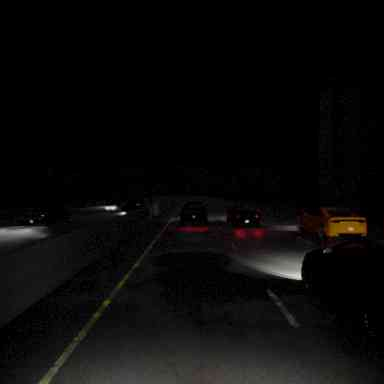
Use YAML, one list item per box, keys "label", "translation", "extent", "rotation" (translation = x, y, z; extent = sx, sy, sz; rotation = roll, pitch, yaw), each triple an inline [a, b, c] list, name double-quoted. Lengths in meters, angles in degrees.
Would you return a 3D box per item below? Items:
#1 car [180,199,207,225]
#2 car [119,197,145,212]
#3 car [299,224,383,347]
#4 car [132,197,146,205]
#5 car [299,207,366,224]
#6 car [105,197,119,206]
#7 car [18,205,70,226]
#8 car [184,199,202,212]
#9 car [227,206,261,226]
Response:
- label: "car"
  translation: [0.131, 1.533, 24.862]
  extent: [1.882, 1.535, 5.008]
  rotation: [0, 0, 0]
- label: "car"
  translation: [-7.036, 1.465, 40.699]
  extent: [2.097, 1.767, 4.553]
  rotation: [0, 0, 0]
- label: "car"
  translation: [3.614, 1.574, 6.342]
  extent: [1.994, 1.385, 4.181]
  rotation: [0, 0, 0]
- label: "car"
  translation: [-10.415, 1.781, 65.555]
  extent: [2.033, 1.411, 5.357]
  rotation: [0, 0, 0]
- label: "car"
  translation: [7.122, 1.512, 17.361]
  extent: [1.882, 1.535, 5.008]
  rotation: [0, 0, 0]
- label: "car"
  translation: [-13.968, 1.686, 59.010]
  extent: [2.128, 1.511, 4.902]
  rotation: [0, 0, 1]
- label: "car"
  translation: [-10.569, 1.652, 24.131]
  extent: [1.895, 1.301, 4.718]
  rotation: [0, 0, 0]
- label: "car"
  translation: [0.154, 1.611, 41.773]
  extent: [2.128, 1.511, 4.902]
  rotation: [0, 0, 0]
- label: "car"
  translation: [3.631, 1.655, 24.084]
  extent: [1.895, 1.301, 4.718]
  rotation: [0, 0, 0]
